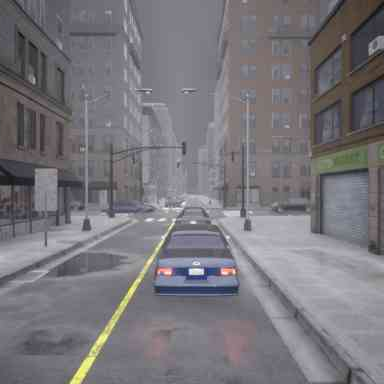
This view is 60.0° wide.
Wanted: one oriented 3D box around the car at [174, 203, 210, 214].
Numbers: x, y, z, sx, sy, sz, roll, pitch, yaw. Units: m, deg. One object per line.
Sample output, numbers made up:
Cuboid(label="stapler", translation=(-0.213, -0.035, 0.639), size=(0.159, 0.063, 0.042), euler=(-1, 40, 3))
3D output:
Cuboid(label="car", translation=(0.085, 1.563, 19.315), size=(1.994, 1.385, 4.181), euler=(0, 0, 1))

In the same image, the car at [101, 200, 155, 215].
Cuboid(label="car", translation=(-6.429, 1.549, 33.733), size=(5.357, 1.411, 2.033), euler=(0, 0, 0))

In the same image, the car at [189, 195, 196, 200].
Cuboid(label="car", translation=(0.110, 1.530, 91.501), size=(1.812, 1.442, 4.674), euler=(0, 0, 0))

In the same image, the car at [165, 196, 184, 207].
Cuboid(label="car", translation=(-2.811, 1.351, 49.799), size=(2.097, 1.767, 4.553), euler=(0, 0, 1))

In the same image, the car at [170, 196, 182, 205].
Cuboid(label="car", translation=(-2.759, 1.526, 58.528), size=(1.812, 1.442, 4.674), euler=(0, 0, 0))

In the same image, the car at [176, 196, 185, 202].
Cuboid(label="car", translation=(-2.655, 1.599, 78.845), size=(1.895, 1.301, 4.718), euler=(0, 0, 0))

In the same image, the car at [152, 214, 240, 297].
Cuboid(label="car", translation=(0.093, 1.547, 8.768), size=(2.033, 1.411, 5.357), euler=(0, 0, 0))

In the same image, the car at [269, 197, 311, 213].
Cuboid(label="car", translation=(10.885, 1.353, 36.641), size=(4.553, 1.767, 2.097), euler=(0, 0, 0))

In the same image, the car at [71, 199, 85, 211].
Cuboid(label="car", translation=(-14.698, 1.539, 39.244), size=(4.313, 1.339, 1.947), euler=(0, 0, 0))
